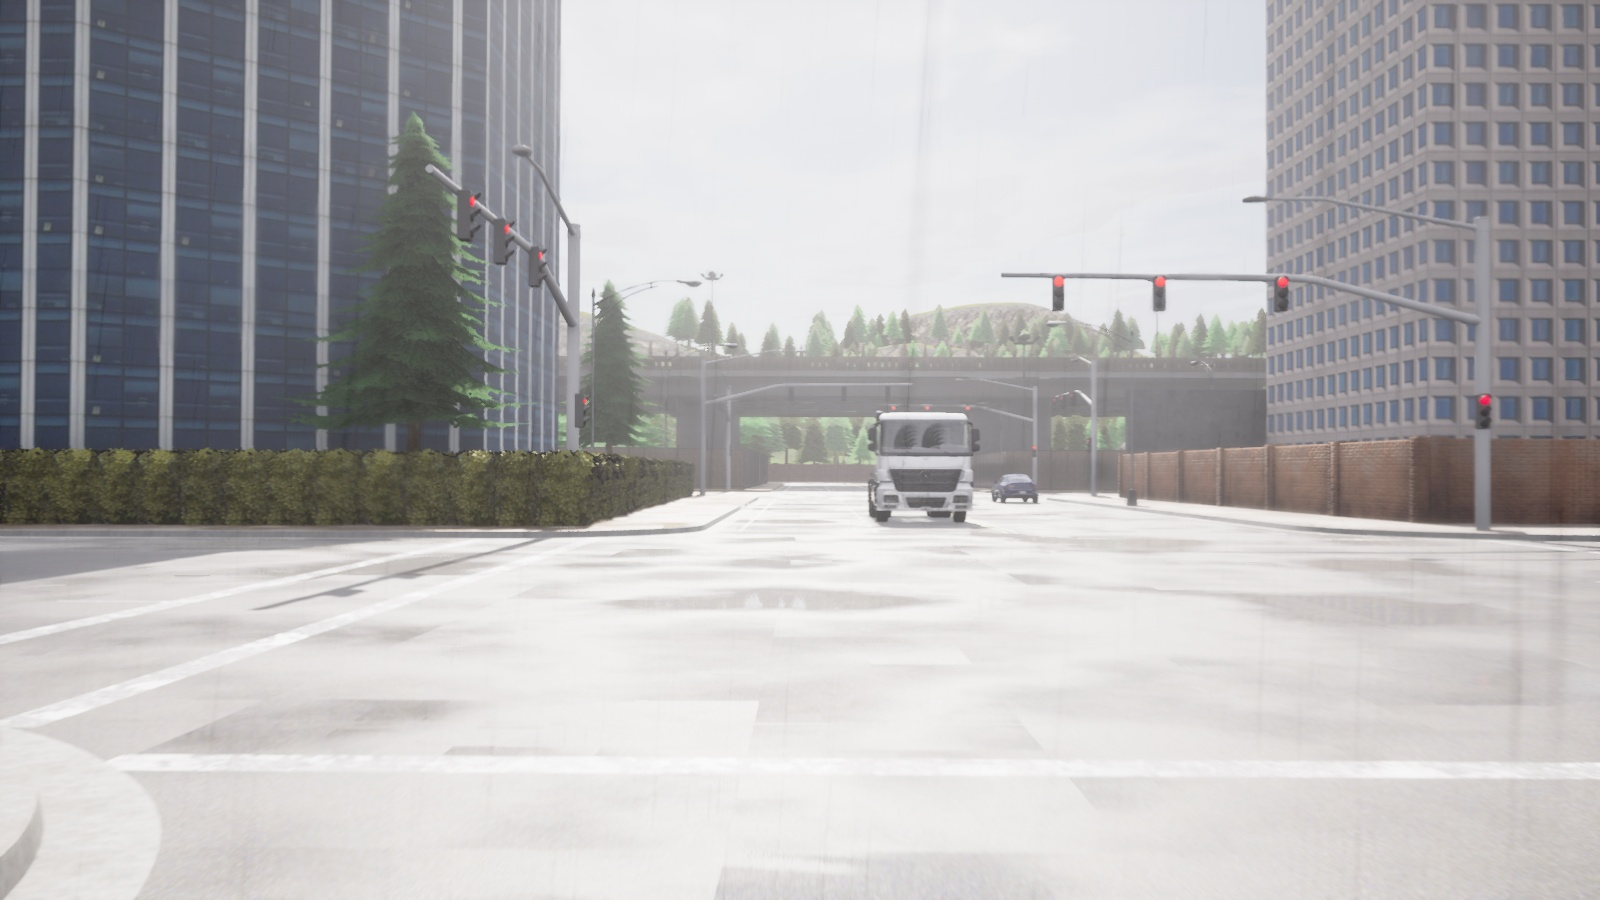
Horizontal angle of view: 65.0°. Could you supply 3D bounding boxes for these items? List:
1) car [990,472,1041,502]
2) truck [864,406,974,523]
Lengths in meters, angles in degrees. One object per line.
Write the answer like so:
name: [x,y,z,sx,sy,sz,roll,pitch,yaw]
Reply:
car: [10.880,1.863,63.738,1.812,1.442,4.674,0,-1,0]
truck: [3.745,0.508,41.265,2.891,3.462,7.936,0,-1,0]
